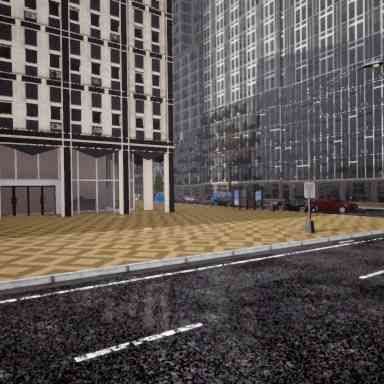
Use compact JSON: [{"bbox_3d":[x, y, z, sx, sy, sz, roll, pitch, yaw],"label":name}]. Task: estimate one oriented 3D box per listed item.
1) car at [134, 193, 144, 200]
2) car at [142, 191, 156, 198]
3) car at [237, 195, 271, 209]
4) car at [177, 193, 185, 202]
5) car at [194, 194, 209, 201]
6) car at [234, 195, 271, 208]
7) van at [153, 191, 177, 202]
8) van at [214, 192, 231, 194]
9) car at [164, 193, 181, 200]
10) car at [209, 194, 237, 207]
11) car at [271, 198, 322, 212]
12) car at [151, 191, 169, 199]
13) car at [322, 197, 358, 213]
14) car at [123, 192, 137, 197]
[{"bbox_3d":[-11.252,1.039,68.213,2.008,1.369,4.403,0,1,-34],"label":"car"},{"bbox_3d":[-10.706,0.685,82.322,1.967,1.590,4.097,0,1,-34],"label":"car"},{"bbox_3d":[7.814,1.388,39.943,1.802,1.307,4.206,0,1,-34],"label":"car"},{"bbox_3d":[-3.133,0.896,60.992,2.097,1.767,4.553,-1,1,-34],"label":"car"},{"bbox_3d":[2.067,1.043,63.517,1.802,1.307,4.206,0,1,-34],"label":"car"},{"bbox_3d":[8.034,1.207,44.416,1.882,1.535,5.008,-1,1,-34],"label":"car"},{"bbox_3d":[-4.865,0.937,58.807,1.690,1.788,3.998,0,1,-34],"label":"van"},{"bbox_3d":[5.260,0.855,58.812,1.690,1.788,3.998,0,1,-34],"label":"van"},{"bbox_3d":[-4.319,0.935,72.921,1.802,1.307,4.206,0,1,-34],"label":"car"},{"bbox_3d":[4.669,1.319,44.676,1.947,1.339,4.313,0,1,-34],"label":"car"},{"bbox_3d":[10.993,1.424,35.229,1.947,1.339,4.313,0,1,-34],"label":"car"},{"bbox_3d":[-7.513,0.614,77.619,2.192,1.841,5.009,0,1,-34],"label":"car"},{"bbox_3d":[14.673,1.315,34.636,1.882,1.535,5.008,-1,1,-34],"label":"car"},{"bbox_3d":[-17.092,0.687,91.726,2.008,1.369,4.403,0,1,-34],"label":"car"}]
